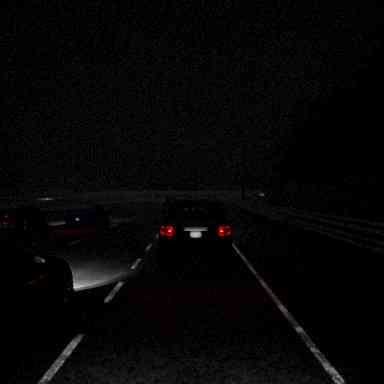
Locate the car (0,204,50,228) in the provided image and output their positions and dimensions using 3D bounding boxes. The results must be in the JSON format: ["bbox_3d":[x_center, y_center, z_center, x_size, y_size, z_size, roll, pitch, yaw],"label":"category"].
[{"bbox_3d":[-10.403,1.505,20.294,1.837,1.490,4.892,0,0,0],"label":"car"}]

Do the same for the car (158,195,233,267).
[{"bbox_3d":[0.098,1.221,11.552,2.150,2.045,5.566,0,0,0],"label":"car"}]

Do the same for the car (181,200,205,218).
[{"bbox_3d":[0.162,1.544,31.603,2.033,1.411,5.357,0,0,1],"label":"car"}]

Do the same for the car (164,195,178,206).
[{"bbox_3d":[-3.508,1.362,55.553,2.097,1.767,4.553,0,0,0],"label":"car"}]

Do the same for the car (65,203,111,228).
[{"bbox_3d":[-6.903,1.477,22.514,1.882,1.535,5.008,0,0,0],"label":"car"}]

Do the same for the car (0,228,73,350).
[{"bbox_3d":[-3.501,1.564,5.367,1.994,1.385,4.181,0,0,0],"label":"car"}]
